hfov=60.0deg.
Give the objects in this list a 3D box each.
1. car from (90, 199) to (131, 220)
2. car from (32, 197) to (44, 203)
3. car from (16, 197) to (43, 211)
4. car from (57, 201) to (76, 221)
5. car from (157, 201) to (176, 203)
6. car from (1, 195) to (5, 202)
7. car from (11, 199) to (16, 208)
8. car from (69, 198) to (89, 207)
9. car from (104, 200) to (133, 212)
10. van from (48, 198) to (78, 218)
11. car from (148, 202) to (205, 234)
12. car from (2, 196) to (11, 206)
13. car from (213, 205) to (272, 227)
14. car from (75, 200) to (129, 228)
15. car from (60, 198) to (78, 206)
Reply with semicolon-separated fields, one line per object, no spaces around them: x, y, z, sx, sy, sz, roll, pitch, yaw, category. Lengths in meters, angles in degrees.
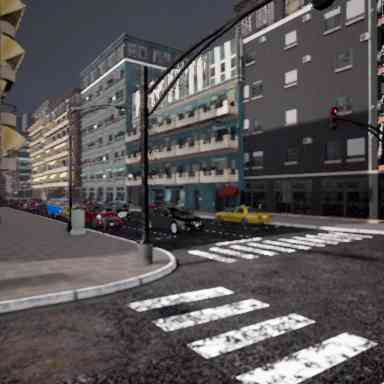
-6.905;1.663;28.625;2.128;1.511;4.902;0;0;-36;car
-38.232;1.857;82.417;1.887;1.381;4.507;-1;0;-36;car
-22.526;1.692;46.026;1.967;1.590;4.097;-1;0;-36;car
-9.555;1.717;27.878;1.752;1.417;4.829;-1;0;-36;car
-2.836;1.573;32.888;1.967;1.590;4.097;-1;0;-36;car
-41.835;1.668;73.041;2.192;1.841;5.009;-1;0;-36;car
-25.743;1.833;50.529;1.947;1.339;4.313;-1;0;-36;car
-18.925;1.774;55.401;1.947;1.339;4.313;-1;0;-36;car
-9.271;1.713;41.893;2.008;1.369;4.403;-1;0;-36;car
-12.873;1.548;32.518;1.690;1.788;3.998;-1;0;-36;van
-1.136;1.651;20.554;1.837;1.490;4.892;0;0;-36;car
-32.179;1.845;59.535;1.887;1.381;4.507;-1;0;-36;car
3.501;1.631;24.022;1.752;1.417;4.829;-1;0;-36;car
-6.437;1.618;23.514;1.967;1.590;4.097;-1;0;-36;car
-22.143;1.776;59.904;2.008;1.369;4.403;-1;0;-36;car
